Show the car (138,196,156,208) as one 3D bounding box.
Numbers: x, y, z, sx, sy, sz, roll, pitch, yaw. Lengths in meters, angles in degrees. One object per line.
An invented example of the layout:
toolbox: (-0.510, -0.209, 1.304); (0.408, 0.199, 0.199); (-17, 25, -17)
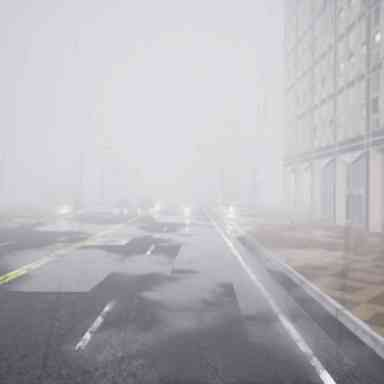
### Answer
car: (-6.491, 1.422, 48.191); (2.097, 1.767, 4.553); (0, 0, 0)

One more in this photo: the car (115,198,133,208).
car: (-9.741, 1.615, 48.162); (1.994, 1.385, 4.181); (0, 0, 0)
